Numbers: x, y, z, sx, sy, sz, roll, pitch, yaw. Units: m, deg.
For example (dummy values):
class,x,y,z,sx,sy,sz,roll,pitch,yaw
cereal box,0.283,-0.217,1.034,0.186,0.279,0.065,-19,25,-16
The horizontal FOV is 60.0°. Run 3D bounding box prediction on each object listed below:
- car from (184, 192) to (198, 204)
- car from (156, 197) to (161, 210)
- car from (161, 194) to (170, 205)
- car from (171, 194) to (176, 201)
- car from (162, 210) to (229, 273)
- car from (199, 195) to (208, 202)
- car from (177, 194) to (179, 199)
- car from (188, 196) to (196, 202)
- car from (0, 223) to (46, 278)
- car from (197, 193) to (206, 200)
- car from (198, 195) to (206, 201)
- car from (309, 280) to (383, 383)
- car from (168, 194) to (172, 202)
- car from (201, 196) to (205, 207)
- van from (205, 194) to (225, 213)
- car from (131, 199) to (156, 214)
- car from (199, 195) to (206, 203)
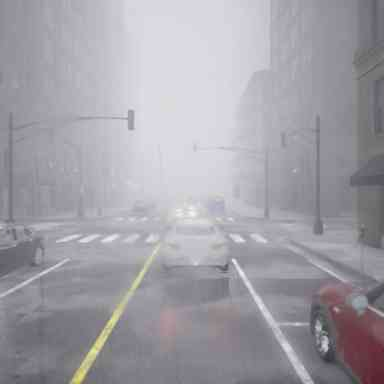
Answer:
class,x,y,z,sx,sy,sz,roll,pitch,yaw
car,-0.003,1.388,65.887,2.097,1.767,4.553,0,0,0
car,-5.390,1.573,41.460,1.887,1.381,4.507,0,0,0
car,-5.390,1.561,58.336,1.752,1.417,4.829,0,0,0
car,-5.391,1.602,75.551,1.947,1.339,4.313,0,0,0
car,0.101,1.534,10.612,1.812,1.442,4.674,0,0,0
car,2.634,1.475,75.556,1.967,1.590,4.097,0,0,0
car,-5.392,1.475,92.596,1.967,1.590,4.097,0,0,0
car,-0.004,1.573,75.949,1.895,1.301,4.718,0,0,0
car,-5.389,1.557,8.697,2.008,1.369,4.403,0,0,0
car,2.635,1.351,64.194,2.192,1.841,5.009,0,0,0
car,2.634,1.586,86.919,2.008,1.369,4.403,0,0,0
car,2.637,1.442,3.187,1.967,1.590,4.097,0,0,0
car,-5.390,1.602,64.188,1.947,1.339,4.313,0,0,0
car,2.635,1.614,47.149,1.802,1.307,4.206,0,0,0
van,2.635,1.365,35.787,1.690,1.788,3.998,0,0,0
car,-5.390,1.575,35.778,2.008,1.369,4.403,0,0,0
car,2.635,1.618,58.512,1.802,1.307,4.206,0,0,0
